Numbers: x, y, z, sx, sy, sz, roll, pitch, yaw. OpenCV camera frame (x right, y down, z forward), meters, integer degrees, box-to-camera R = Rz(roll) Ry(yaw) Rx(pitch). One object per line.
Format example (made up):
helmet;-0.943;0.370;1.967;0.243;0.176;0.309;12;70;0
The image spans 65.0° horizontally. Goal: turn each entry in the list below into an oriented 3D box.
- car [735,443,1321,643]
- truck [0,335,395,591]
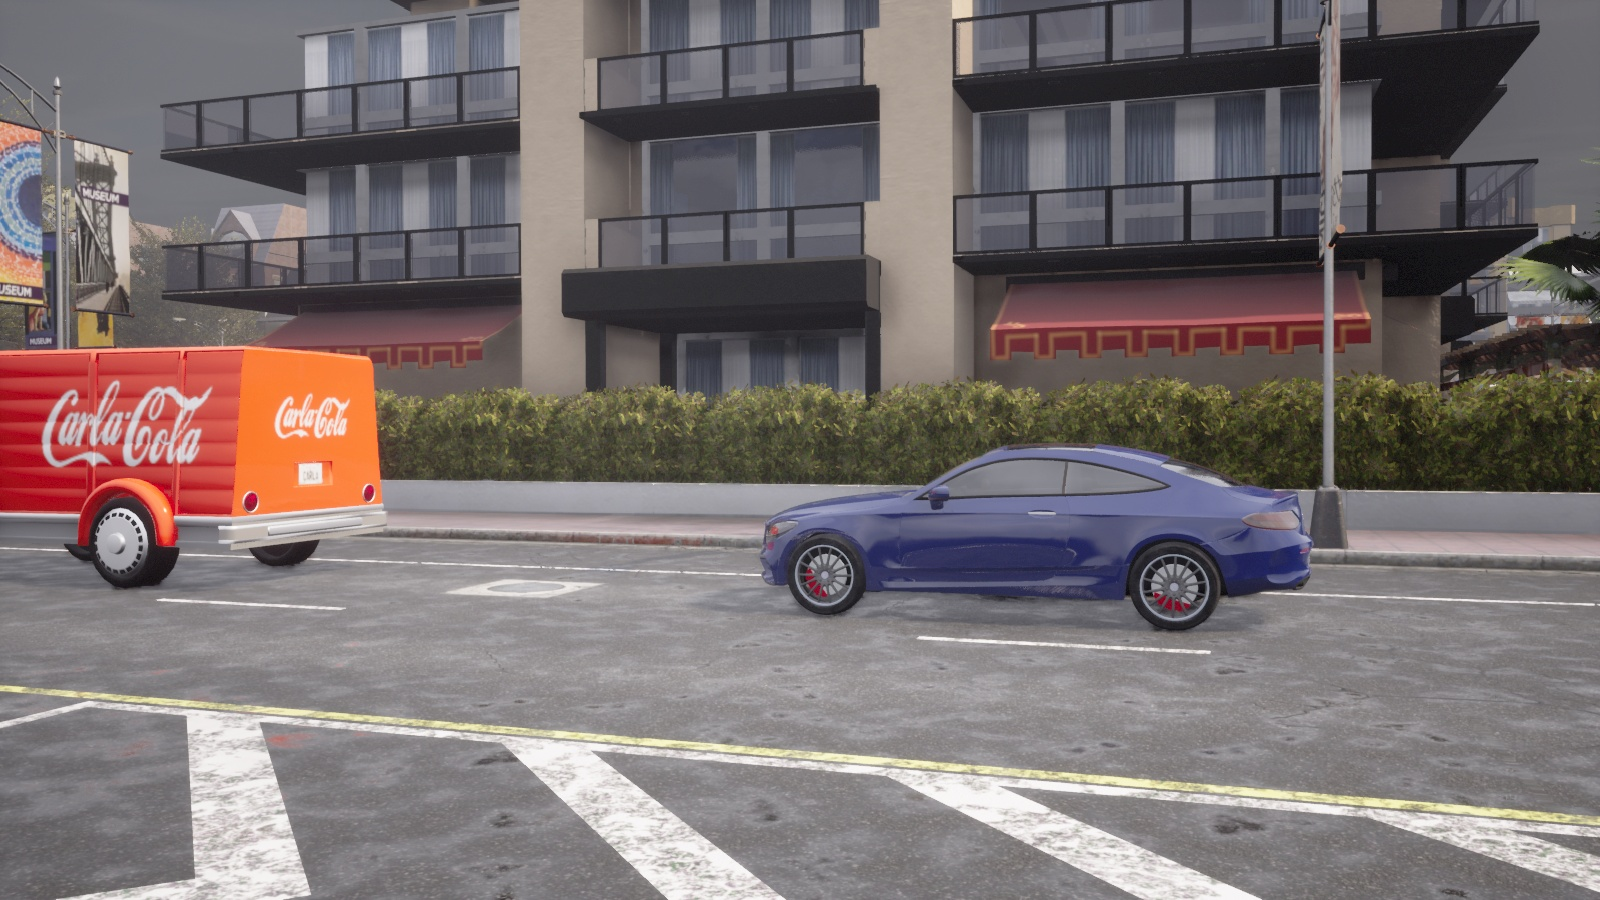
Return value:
car;1.945;0.684;10.949;4.674;1.442;1.812;1;1;18
truck;-7.581;0.085;14.149;5.204;2.467;2.627;1;1;19
